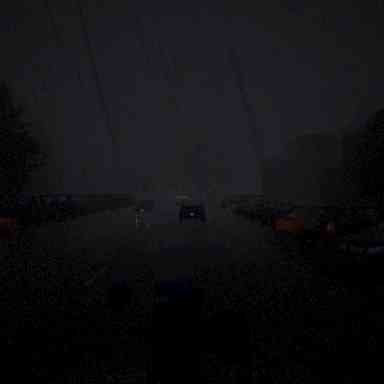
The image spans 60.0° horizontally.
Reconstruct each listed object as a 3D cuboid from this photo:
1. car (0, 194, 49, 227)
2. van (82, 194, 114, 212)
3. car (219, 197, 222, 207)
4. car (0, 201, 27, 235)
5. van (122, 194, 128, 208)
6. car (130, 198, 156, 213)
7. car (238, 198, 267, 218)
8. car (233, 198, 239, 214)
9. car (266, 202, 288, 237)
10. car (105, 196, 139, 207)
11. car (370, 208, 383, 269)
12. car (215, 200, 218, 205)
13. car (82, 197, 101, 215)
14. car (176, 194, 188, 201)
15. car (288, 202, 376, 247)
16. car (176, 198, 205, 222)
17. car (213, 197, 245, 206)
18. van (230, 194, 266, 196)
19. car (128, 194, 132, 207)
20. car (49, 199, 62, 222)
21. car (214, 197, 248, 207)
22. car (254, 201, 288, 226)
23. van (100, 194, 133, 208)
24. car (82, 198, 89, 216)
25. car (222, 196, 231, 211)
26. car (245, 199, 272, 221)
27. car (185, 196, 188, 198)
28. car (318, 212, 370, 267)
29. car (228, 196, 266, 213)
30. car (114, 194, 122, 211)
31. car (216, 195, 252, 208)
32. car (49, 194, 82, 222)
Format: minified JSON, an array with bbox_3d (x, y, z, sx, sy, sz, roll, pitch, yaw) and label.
[{"bbox_3d":[-11.485,1.208,19.048,5.566,2.045,2.435,-1,0,-20],"label":"car"},{"bbox_3d":[-11.394,1.262,37.069,4.442,1.987,1.878,-1,0,-19],"label":"van"},{"bbox_3d":[6.180,1.445,39.163,5.008,1.535,2.097,1,0,-21],"label":"car"},{"bbox_3d":[-11.270,1.449,16.130,5.366,1.575,1.946,-1,0,-20],"label":"car"},{"bbox_3d":[-11.056,1.268,43.158,4.442,1.987,1.878,-1,0,-19],"label":"van"},{"bbox_3d":[-5.155,1.528,37.070,2.033,1.411,5.357,0,0,0],"label":"car"},{"bbox_3d":[6.322,1.428,24.475,5.008,1.535,2.097,1,0,-20],"label":"car"},{"bbox_3d":[6.263,1.460,27.402,4.792,1.488,2.163,1,0,-20],"label":"car"},{"bbox_3d":[6.364,1.417,15.670,5.008,1.535,2.097,1,0,-20],"label":"car"},{"bbox_3d":[-10.971,1.508,52.110,5.008,1.535,2.097,-1,0,-19],"label":"car"},{"bbox_3d":[6.376,1.302,6.862,4.553,1.767,2.185,1,0,-20],"label":"car"},{"bbox_3d":[6.126,1.481,45.075,4.792,1.488,2.163,1,0,-21],"label":"car"},{"bbox_3d":[-11.388,1.478,31.102,4.892,1.521,2.231,-1,0,-19],"label":"car"},{"bbox_3d":[-1.720,1.549,55.460,2.033,1.411,5.357,0,0,-1],"label":"car"},{"bbox_3d":[6.355,1.291,12.729,4.553,1.767,2.185,1,0,-20],"label":"car"},{"bbox_3d":[-0.018,1.440,25.869,1.882,1.535,5.008,0,0,0],"label":"car"},{"bbox_3d":[5.979,1.502,53.913,4.674,1.452,2.002,1,0,-21],"label":"car"},{"bbox_3d":[6.319,1.217,36.263,4.442,1.987,1.878,1,0,-21],"label":"van"},{"bbox_3d":[-11.077,1.248,46.129,5.566,2.045,2.435,-1,0,-19],"label":"car"},{"bbox_3d":[-11.455,1.464,22.063,4.892,1.521,2.231,-1,0,-20],"label":"car"},{"bbox_3d":[5.994,1.488,50.950,4.792,1.488,2.163,1,0,-21],"label":"car"},{"bbox_3d":[6.346,1.422,18.608,4.892,1.521,2.231,1,0,-20],"label":"car"},{"bbox_3d":[-11.151,1.280,49.073,4.442,1.987,1.878,-1,0,-19],"label":"van"},{"bbox_3d":[-11.441,1.502,28.082,4.792,1.488,2.163,-1,0,-19],"label":"car"},{"bbox_3d":[6.062,1.433,33.218,5.366,1.575,1.946,1,0,-20],"label":"car"},{"bbox_3d":[6.330,1.425,21.540,4.892,1.521,2.231,1,0,-20],"label":"car"},{"bbox_3d":[0.502,1.507,41.692,1.812,1.442,4.674,0,0,5],"label":"car"},{"bbox_3d":[6.399,1.459,9.796,4.674,1.452,2.002,1,0,-20],"label":"car"},{"bbox_3d":[6.273,1.435,30.347,5.008,1.535,2.097,1,0,-20],"label":"car"},{"bbox_3d":[-11.195,1.365,40.122,4.553,1.767,2.185,-1,0,-19],"label":"car"},{"bbox_3d":[6.032,1.329,48.006,4.553,1.767,2.185,1,0,-21],"label":"car"},{"bbox_3d":[-11.473,1.217,25.067,5.566,2.045,2.435,-1,0,-20],"label":"car"}]
